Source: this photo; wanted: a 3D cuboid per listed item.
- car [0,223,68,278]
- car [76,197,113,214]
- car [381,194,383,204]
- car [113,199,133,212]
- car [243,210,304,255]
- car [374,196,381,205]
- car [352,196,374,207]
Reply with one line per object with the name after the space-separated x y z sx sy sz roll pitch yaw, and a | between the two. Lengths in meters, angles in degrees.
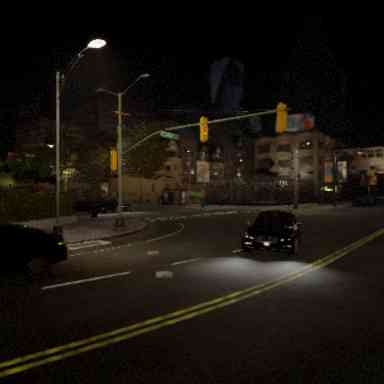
-5.655 1.558 8.593 4.674 1.442 1.812 0 0 -40 | car
-11.395 1.611 37.077 4.892 1.490 1.837 0 0 38 | car
36.611 1.537 64.593 4.892 1.521 2.231 0 0 -42 | car
-9.186 1.612 39.793 4.892 1.490 1.837 0 0 38 | car
3.448 1.527 13.596 1.837 1.490 4.892 1 1 22 | car
29.868 1.408 56.188 2.185 1.767 4.553 0 0 38 | car
25.973 1.531 51.076 2.097 1.535 5.008 0 0 38 | car
